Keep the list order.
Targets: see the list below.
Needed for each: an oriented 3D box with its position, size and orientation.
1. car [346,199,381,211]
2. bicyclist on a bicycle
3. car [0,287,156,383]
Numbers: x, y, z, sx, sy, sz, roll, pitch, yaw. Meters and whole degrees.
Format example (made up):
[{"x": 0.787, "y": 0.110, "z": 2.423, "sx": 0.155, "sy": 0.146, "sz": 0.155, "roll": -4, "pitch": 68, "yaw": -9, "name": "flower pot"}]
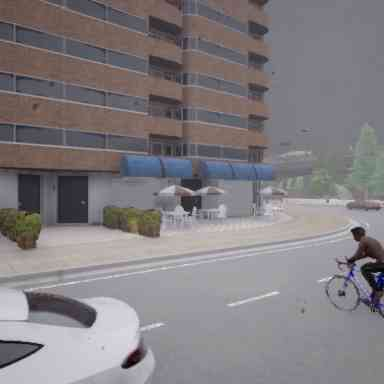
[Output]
[{"x": 21.144, "y": 1.564, "z": 41.140, "sx": 1.994, "sy": 1.385, "sz": 4.181, "roll": 0, "pitch": 0, "yaw": -16, "name": "car"}, {"x": 3.118, "y": 1.454, "z": 5.894, "sx": 0.582, "sy": 1.620, "sz": 1.656, "roll": 0, "pitch": -1, "yaw": -36, "name": "bicyclist on a bicycle"}, {"x": -2.475, "y": 1.526, "z": 2.233, "sx": 4.674, "sy": 1.442, "sz": 1.812, "roll": 0, "pitch": 0, "yaw": -36, "name": "car"}]
